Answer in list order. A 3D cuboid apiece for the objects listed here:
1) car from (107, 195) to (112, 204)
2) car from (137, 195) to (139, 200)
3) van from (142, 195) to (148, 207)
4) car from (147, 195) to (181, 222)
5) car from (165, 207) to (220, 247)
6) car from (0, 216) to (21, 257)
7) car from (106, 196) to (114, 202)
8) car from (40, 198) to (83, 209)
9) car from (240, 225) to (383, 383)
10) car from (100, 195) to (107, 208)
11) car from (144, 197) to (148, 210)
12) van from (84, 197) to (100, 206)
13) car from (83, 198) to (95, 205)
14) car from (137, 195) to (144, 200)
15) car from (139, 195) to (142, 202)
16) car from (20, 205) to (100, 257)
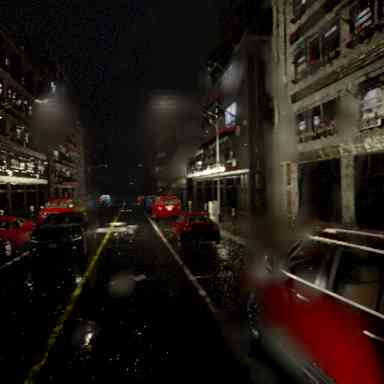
[{"bbox_3d":[-16.920,1.756,63.330,2.008,1.369,4.403,-2,0,-10],"label":"car"},{"bbox_3d":[-11.236,1.452,75.925,1.967,1.590,4.097,-2,0,-10],"label":"car"},{"bbox_3d":[-5.078,1.315,42.501,1.690,1.788,3.998,-2,0,-10],"label":"van"},{"bbox_3d":[-1.999,1.271,25.790,2.192,1.841,5.009,-2,0,-10],"label":"car"},{"bbox_3d":[0.066,1.525,14.651,1.802,1.307,4.206,-2,0,-10],"label":"car"},{"bbox_3d":[-7.699,1.694,13.311,1.887,1.381,4.507,-2,0,-10],"label":"car"},{"bbox_3d":[-20.988,1.756,85.394,1.752,1.417,4.829,-2,0,-10],"label":"car"},{"bbox_3d":[-9.757,1.477,24.424,2.192,1.841,5.009,-2,0,-10],"label":"car"},{"bbox_3d":[2.109,1.246,3.508,2.192,1.841,5.009,-2,0,-10],"label":"car"},{"bbox_3d":[-14.875,1.633,52.214,1.967,1.590,4.097,-2,0,-10],"label":"car"},{"bbox_3d":[-4.042,1.550,36.932,1.802,1.307,4.206,-2,0,-10],"label":"car"},{"bbox_3d":[-12.830,1.522,41.098,1.690,1.788,3.998,-2,0,-10],"label":"van"},{"bbox_3d":[-11.767,1.699,35.374,1.752,1.417,4.829,-2,0,-10],"label":"car"},{"bbox_3d":[-14.311,1.613,92.638,1.802,1.307,4.206,-2,0,-10],"label":"car"},{"bbox_3d":[-6.106,1.296,48.072,2.192,1.841,5.009,-2,0,-10],"label":"car"},{"bbox_3d":[-5.165,1.560,13.766,1.882,1.535,5.008,-2,0,-10],"label":"car"}]
